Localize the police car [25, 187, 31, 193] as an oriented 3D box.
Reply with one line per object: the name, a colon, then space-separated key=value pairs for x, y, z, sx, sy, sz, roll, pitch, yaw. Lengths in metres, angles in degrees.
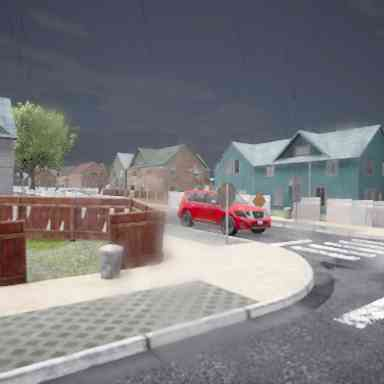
police car: x=-39.703 y=-0.429 z=81.621 sx=1.930 sy=1.638 sz=5.238 roll=1 pitch=0 yaw=-35

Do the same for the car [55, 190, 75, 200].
car: x=-19.900 y=0.417 z=52.058 sx=1.812 sy=1.442 sz=4.674 roll=1 pitch=1 yaw=-35

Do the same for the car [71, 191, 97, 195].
car: x=-13.818 y=0.596 z=43.564 sx=1.882 sy=1.535 sz=5.008 roll=1 pitch=1 yaw=-35

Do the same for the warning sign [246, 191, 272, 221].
warning sign: x=4.441 y=0.898 z=22.094 sx=1.300 sy=1.860 sz=1.060 roll=0 pitch=0 yaw=-35

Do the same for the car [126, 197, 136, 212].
car: x=-5.567 y=1.068 z=26.940 sx=1.895 sy=1.301 sz=4.718 roll=1 pitch=1 yaw=-35

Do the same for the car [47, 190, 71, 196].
car: x=-18.097 y=0.540 z=44.737 sx=2.033 sy=1.411 sz=5.357 roll=1 pitch=0 yaw=-35

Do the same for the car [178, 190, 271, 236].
car: x=1.445 y=0.959 z=17.107 sx=2.150 sy=2.045 sz=5.566 roll=1 pitch=0 yaw=-36
